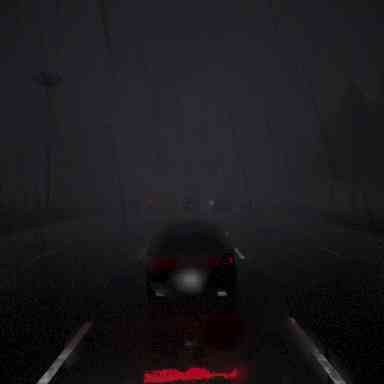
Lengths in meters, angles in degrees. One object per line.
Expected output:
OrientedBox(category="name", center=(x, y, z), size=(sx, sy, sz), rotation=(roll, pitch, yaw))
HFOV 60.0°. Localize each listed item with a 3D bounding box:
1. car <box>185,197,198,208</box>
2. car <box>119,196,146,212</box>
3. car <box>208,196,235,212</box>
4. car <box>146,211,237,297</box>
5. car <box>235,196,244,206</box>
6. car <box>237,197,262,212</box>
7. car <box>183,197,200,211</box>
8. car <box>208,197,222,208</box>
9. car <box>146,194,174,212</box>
OrientedBox(category="car", center=(-0.095, 1.505, 49.458), size=(1.837, 1.490, 4.892), rotation=(0, 0, 0))
OrientedBox(category="car", center=(-7.077, 1.547, 38.626), size=(2.033, 1.411, 5.357), rotation=(0, 0, 0))
OrientedBox(category="car", center=(3.426, 1.491, 39.079), size=(2.128, 1.511, 4.902), rotation=(0, 0, 0))
OrientedBox(category="car", center=(-0.016, 1.478, 8.636), size=(1.882, 1.535, 5.008), rotation=(0, 0, 0))
OrientedBox(category="car", center=(6.903, 1.352, 49.233), size=(2.097, 1.767, 4.553), rotation=(0, 0, 0))
OrientedBox(category="car", center=(6.924, 1.564, 39.257), size=(1.994, 1.385, 4.181), rotation=(0, 0, 0))
OrientedBox(category="car", center=(-0.073, 1.564, 39.453), size=(1.994, 1.385, 4.181), rotation=(0, 0, 0))
OrientedBox(category="car", center=(3.404, 1.526, 49.294), size=(1.812, 1.442, 4.674), rotation=(0, 0, 0))
OrientedBox(category="car", center=(-3.577, 1.221, 38.695), size=(2.150, 2.045, 5.566), rotation=(0, 0, 0))
